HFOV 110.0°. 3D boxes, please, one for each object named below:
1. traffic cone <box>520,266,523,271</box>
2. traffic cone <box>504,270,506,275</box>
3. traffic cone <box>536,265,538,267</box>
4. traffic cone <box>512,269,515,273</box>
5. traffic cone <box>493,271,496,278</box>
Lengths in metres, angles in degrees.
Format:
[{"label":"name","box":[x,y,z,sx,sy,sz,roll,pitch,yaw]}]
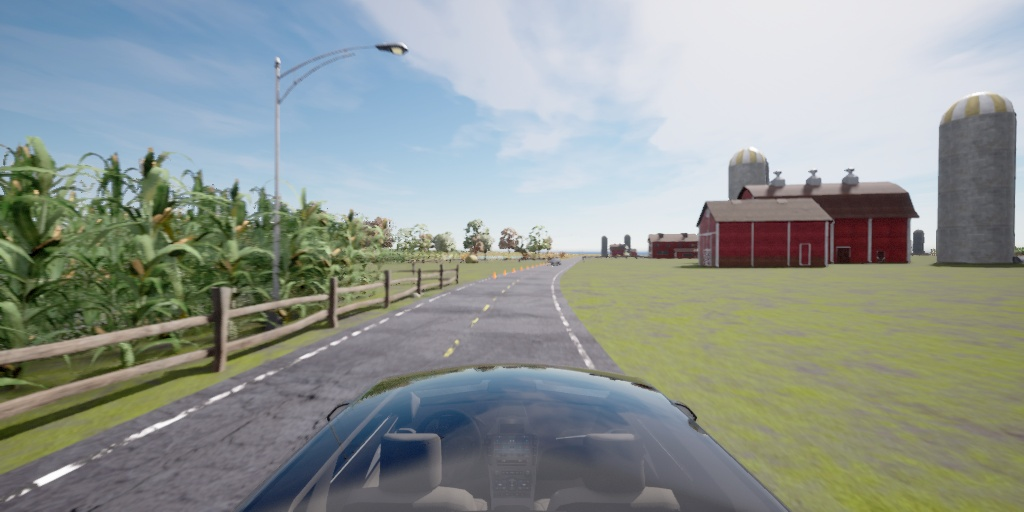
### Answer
[{"label":"traffic cone","box":[1.231,1.616,46.570,0.340,0.580,0.340,0,0,12]},{"label":"traffic cone","box":[-0.723,1.637,36.696,0.340,0.580,0.340,0,0,10]},{"label":"traffic cone","box":[4.247,1.582,61.263,0.340,0.580,0.340,0,0,12]},{"label":"traffic cone","box":[0.224,1.626,41.668,0.340,0.580,0.340,0,0,11]},{"label":"traffic cone","box":[-1.547,1.648,31.702,0.340,0.580,0.340,0,0,9]}]
